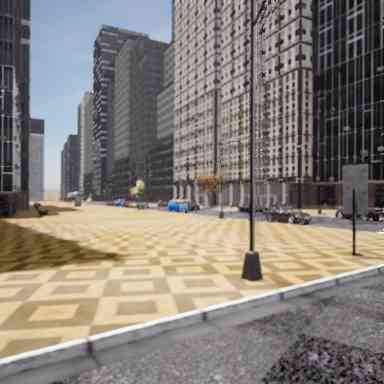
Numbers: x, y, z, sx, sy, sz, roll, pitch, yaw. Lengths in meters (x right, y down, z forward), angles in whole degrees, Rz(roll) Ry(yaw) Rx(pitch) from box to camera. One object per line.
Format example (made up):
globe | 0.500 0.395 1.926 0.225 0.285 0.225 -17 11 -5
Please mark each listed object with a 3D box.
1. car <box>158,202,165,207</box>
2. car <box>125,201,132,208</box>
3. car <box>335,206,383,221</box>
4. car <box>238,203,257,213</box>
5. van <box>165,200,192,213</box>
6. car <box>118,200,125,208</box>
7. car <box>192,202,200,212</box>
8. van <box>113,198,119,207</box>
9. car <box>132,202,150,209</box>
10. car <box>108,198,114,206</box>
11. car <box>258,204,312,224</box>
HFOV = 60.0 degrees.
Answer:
car | -6.551 2.840 76.271 1.802 1.307 4.206 -1 -1 -26
car | -11.612 2.624 67.429 1.752 1.417 4.829 -1 -1 -26
car | 15.294 1.883 30.610 2.008 1.369 4.403 -1 -1 -26
car | 8.013 2.198 45.831 1.947 1.339 4.313 -1 -1 -26
van | -1.978 2.026 47.291 1.690 1.788 3.998 -1 -1 -26
car | -14.112 2.754 72.656 1.887 1.381 4.507 -1 -1 -26
car | -0.447 2.214 50.191 1.882 1.535 5.008 0 -1 -25
van | -16.542 2.657 77.731 1.690 1.788 3.998 -1 -1 -26
car | -9.257 2.547 62.508 2.008 1.369 4.403 -1 -1 -26
car | -21.393 3.076 87.875 1.887 1.381 4.507 -1 -1 -26
car | 7.735 1.834 26.994 2.008 1.369 4.403 -1 -1 -26
